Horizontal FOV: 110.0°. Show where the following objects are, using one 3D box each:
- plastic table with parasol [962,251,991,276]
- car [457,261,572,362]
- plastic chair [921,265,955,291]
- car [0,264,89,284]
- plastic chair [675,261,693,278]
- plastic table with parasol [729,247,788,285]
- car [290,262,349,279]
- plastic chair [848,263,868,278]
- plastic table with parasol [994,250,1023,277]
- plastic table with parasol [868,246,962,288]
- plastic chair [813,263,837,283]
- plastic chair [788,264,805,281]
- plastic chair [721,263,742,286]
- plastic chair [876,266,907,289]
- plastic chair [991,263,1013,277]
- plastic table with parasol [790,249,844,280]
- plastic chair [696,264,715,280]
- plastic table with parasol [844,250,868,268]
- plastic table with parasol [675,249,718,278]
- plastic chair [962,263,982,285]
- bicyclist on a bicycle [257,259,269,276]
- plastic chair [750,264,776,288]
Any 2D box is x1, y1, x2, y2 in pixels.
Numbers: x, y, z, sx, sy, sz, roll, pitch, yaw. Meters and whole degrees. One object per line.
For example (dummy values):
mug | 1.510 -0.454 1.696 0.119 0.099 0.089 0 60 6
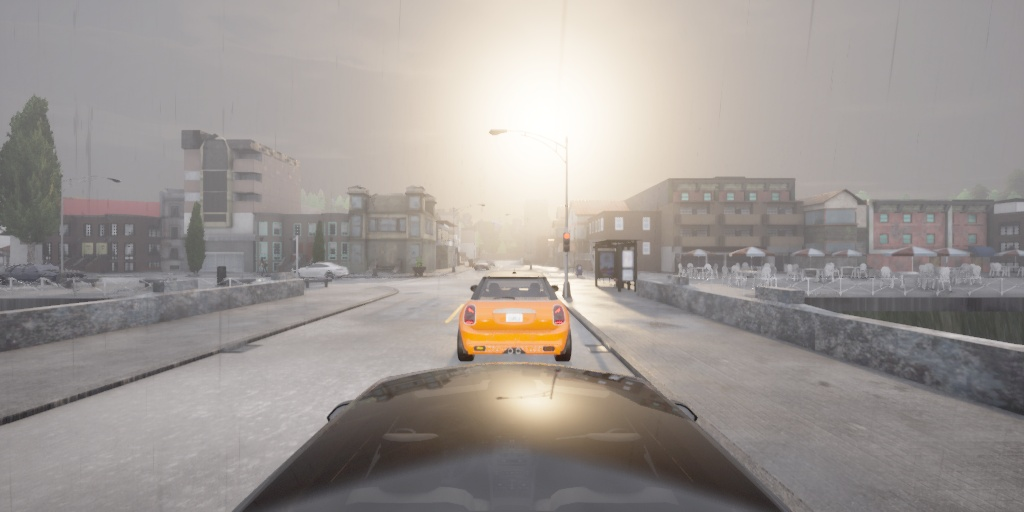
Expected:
plastic table with parasol | 30.507 0.672 25.139 2.482 2.480 2.482 0 0 0
car | 0.060 1.101 8.397 2.097 1.767 4.553 0 0 1
plastic chair | 23.697 1.277 19.959 0.750 1.272 0.730 0 0 0
car | -34.506 1.293 26.204 5.357 1.411 2.033 0 0 0
plastic chair | 14.697 1.275 30.659 0.730 1.272 0.750 0 0 0
plastic table with parasol | 15.167 0.672 22.719 2.482 2.480 2.482 0 0 0
car | -16.356 1.271 30.468 4.674 1.442 1.812 0 0 0
plastic chair | 29.897 1.275 30.859 0.750 1.272 0.730 0 0 0
plastic table with parasol | 46.697 0.671 33.238 2.482 2.480 2.482 0 0 0
plastic table with parasol | 23.797 0.672 21.309 2.482 2.480 2.482 0 0 0
plastic chair | 22.797 1.276 26.159 0.750 1.272 0.730 0 0 0
plastic chair | 21.697 1.276 27.559 0.730 1.272 0.750 0 0 0
plastic chair | 13.897 1.276 22.859 0.730 1.272 0.750 0 0 0
plastic chair | 22.597 1.276 21.359 0.730 1.272 0.750 0 0 0
plastic chair | 45.497 1.275 33.358 0.730 1.272 0.750 0 0 0
plastic table with parasol | 22.897 0.672 27.509 2.482 2.480 2.482 0 0 0
plastic chair | 15.797 1.275 29.259 0.750 1.272 0.730 0 0 0
plastic table with parasol | 30.227 0.671 32.229 2.482 2.480 2.482 0 0 0
plastic table with parasol | 15.917 0.671 30.539 2.482 2.480 2.482 0 0 0
plastic chair | 30.497 1.276 23.859 0.750 1.272 0.730 0 0 0
bicyclist on a bicycle | -24.022 1.094 34.599 0.582 1.620 1.656 0 0 0
plastic chair | 14.997 1.276 21.459 0.750 1.272 0.730 0 0 0
